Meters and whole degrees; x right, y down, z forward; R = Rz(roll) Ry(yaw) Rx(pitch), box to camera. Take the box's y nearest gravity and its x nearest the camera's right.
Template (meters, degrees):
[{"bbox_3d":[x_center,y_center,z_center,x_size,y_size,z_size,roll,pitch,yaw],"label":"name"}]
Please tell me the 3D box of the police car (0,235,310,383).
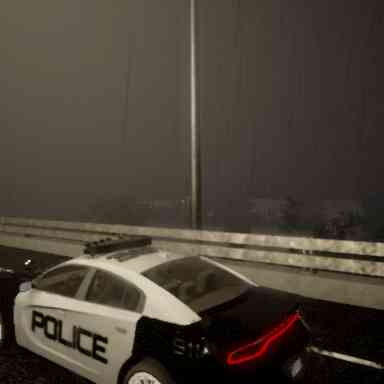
[{"bbox_3d":[-1.114,1.464,4.665,5.238,1.638,1.930,-1,0,36],"label":"police car"}]
